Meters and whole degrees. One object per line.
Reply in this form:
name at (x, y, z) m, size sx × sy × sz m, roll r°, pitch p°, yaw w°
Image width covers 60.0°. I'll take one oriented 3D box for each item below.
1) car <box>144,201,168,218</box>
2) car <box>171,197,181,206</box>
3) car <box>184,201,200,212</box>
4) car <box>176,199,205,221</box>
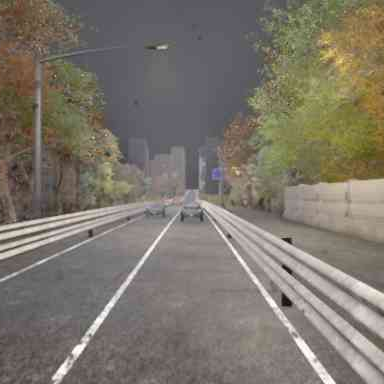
car at (-3.350, 1.659, 31.939) m, size 1.837 × 1.490 × 4.892 m, roll 0°, pitch -1°, yaw 0°
car at (-3.262, 2.008, 72.284) m, size 2.150 × 2.045 × 5.566 m, roll 0°, pitch -1°, yaw 0°
car at (0.057, 1.871, 43.494) m, size 1.994 × 1.385 × 4.181 m, roll 0°, pitch -1°, yaw 0°
car at (0.015, 1.606, 28.001) m, size 2.128 × 1.511 × 4.902 m, roll 0°, pitch -1°, yaw 1°
